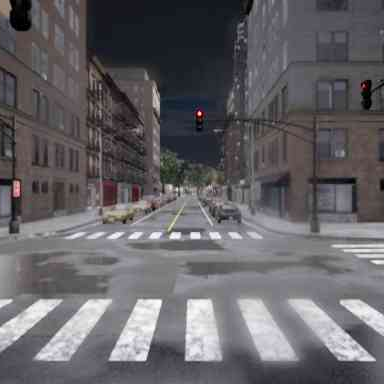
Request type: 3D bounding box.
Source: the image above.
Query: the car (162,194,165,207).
[{"bbox_3d":[-5.390,1.451,46.778,1.967,1.590,4.097,0,0,0],"label":"car"}]

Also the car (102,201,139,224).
[{"bbox_3d":[-5.407,1.530,24.681,1.752,1.417,4.829,0,0,0],"label":"car"}]

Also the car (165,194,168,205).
[{"bbox_3d":[-5.386,1.452,52.260,1.967,1.590,4.097,0,0,0],"label":"car"}]

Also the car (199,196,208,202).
[{"bbox_3d":[2.669,1.566,79.667,1.887,1.381,4.507,0,0,0],"label":"car"}]

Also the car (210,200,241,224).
[{"bbox_3d":[2.647,1.555,24.848,2.008,1.369,4.403,0,0,0],"label":"car"}]

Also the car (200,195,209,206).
[{"bbox_3d":[2.658,1.563,52.257,2.008,1.369,4.403,0,0,0],"label":"car"}]

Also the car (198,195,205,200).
[{"bbox_3d":[2.673,1.607,90.631,1.802,1.307,4.206,0,0,0],"label":"car"}]

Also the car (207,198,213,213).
[{"bbox_3d":[2.649,1.550,30.329,1.887,1.381,4.507,0,0,0],"label":"car"}]

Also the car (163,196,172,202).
[{"bbox_3d":[-5.369,1.544,74.019,1.752,1.417,4.829,0,0,0],"label":"car"}]

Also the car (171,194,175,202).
[{"bbox_3d":[-5.373,1.332,68.707,2.192,1.841,5.009,0,0,0],"label":"car"}]

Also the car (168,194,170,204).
[{"bbox_3d":[-5.382,1.564,57.742,2.008,1.369,4.403,0,0,0],"label":"car"}]

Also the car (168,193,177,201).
[{"bbox_3d":[-5.356,1.341,90.635,2.192,1.841,5.009,0,0,0],"label":"car"}]

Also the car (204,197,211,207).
[{"bbox_3d":[2.651,1.558,35.811,2.008,1.369,4.403,0,0,0],"label":"car"}]

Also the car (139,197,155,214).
[{"bbox_3d":[-5.398,1.533,35.644,1.752,1.417,4.829,0,0,0],"label":"car"}]

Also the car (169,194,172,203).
[{"bbox_3d":[-5.378,1.581,63.225,1.947,1.339,4.313,0,0,0],"label":"car"}]

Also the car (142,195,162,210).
[{"bbox_3d":[-5.394,1.324,41.297,2.192,1.841,5.009,0,0,0],"label":"car"}]
